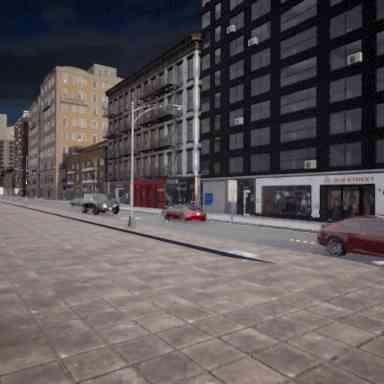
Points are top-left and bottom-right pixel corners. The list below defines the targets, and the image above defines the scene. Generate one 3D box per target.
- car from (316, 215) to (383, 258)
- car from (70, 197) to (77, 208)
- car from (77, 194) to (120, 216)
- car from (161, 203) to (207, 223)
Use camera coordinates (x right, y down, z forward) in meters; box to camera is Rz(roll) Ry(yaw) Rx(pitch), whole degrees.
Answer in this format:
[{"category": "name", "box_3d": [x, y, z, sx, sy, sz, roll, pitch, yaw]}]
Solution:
[{"category": "car", "box_3d": [6.357, 1.520, 10.822, 1.812, 1.442, 4.674, 0, 0, -36]}, {"category": "car", "box_3d": [-15.847, 1.437, 47.167, 2.128, 1.511, 4.902, 1, 0, -35]}, {"category": "car", "box_3d": [-9.029, 1.180, 32.481, 2.150, 2.045, 5.566, 1, 0, -35]}, {"category": "car", "box_3d": [-0.700, 1.565, 25.836, 1.994, 1.385, 4.181, 1, 0, -35]}]
